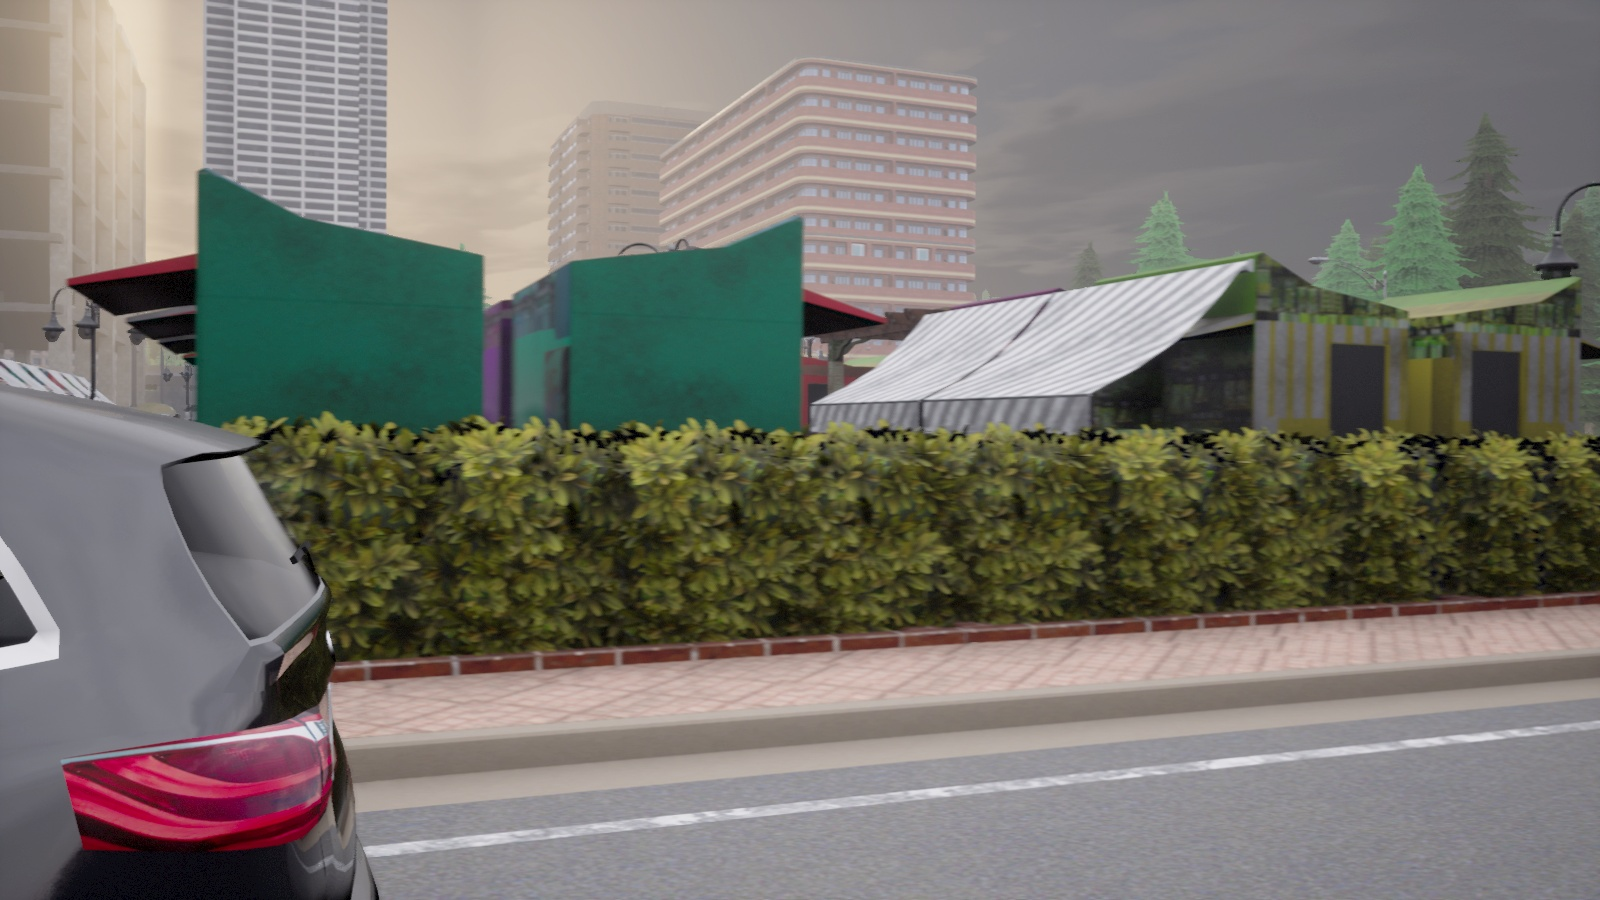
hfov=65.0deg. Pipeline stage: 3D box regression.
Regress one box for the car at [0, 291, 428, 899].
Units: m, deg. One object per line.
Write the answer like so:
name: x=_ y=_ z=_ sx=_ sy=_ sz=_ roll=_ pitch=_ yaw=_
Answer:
car: x=-3.096 y=0.642 z=2.062 sx=4.611 sy=1.667 sz=2.242 roll=-1 pitch=1 yaw=-21
